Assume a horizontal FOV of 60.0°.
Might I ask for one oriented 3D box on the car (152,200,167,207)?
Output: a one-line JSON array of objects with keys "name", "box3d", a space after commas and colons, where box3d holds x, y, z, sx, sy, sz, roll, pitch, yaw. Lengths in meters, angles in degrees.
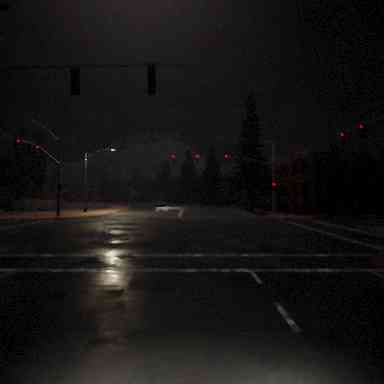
[{"name": "car", "box3d": [-6.269, 2.184, 63.681, 1.895, 1.301, 4.718, 0, -1, -22]}]
